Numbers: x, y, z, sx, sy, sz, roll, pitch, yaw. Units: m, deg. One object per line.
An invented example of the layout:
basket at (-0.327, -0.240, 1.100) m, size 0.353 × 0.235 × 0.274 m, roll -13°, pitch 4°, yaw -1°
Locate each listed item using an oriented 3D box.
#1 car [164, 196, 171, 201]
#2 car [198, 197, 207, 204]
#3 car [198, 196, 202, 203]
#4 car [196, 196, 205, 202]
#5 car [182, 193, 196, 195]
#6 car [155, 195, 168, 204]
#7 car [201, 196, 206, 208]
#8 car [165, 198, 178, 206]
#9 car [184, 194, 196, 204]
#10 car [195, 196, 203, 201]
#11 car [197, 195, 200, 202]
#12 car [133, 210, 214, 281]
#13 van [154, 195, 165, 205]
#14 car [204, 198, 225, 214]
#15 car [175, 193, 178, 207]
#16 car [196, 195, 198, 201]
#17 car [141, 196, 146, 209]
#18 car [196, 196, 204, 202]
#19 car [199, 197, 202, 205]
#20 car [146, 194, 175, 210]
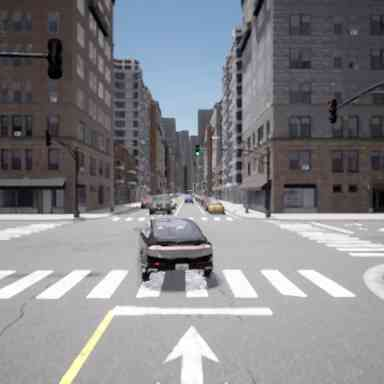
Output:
car at (-6.623, 1.704, 91.137) m, size 1.752 × 1.417 × 4.829 m, roll 0°, pitch 0°, yaw -1°
car at (2.201, 1.731, 69.321) m, size 1.802 × 1.307 × 4.206 m, roll 0°, pitch 0°, yaw -1°
car at (2.427, 1.687, 52.745) m, size 1.947 × 1.339 × 4.313 m, roll 0°, pitch 0°, yaw -1°
car at (2.050, 1.716, 80.373) m, size 2.008 × 1.369 × 4.403 m, roll 0°, pitch 0°, yaw -1°
car at (-0.761, 1.686, 76.941) m, size 2.128 × 1.511 × 4.902 m, roll 0°, pitch 0°, yaw -1°
car at (-6.324, 1.465, 69.206) m, size 2.192 × 1.841 × 5.009 m, roll 0°, pitch 0°, yaw -1°
car at (2.577, 1.540, 41.694) m, size 1.967 × 1.590 × 4.097 m, roll 0°, pitch 0°, yaw -1°
car at (-3.523, 1.731, 57.413) m, size 1.895 × 1.301 × 4.718 m, roll 0°, pitch 0°, yaw 0°
car at (-0.621, 1.672, 67.037) m, size 1.812 × 1.442 × 4.674 m, roll 0°, pitch 0°, yaw -1°
car at (1.900, 1.760, 91.423) m, size 1.802 × 1.307 × 4.206 m, roll 0°, pitch 0°, yaw -1°
car at (2.351, 1.676, 58.271) m, size 1.887 × 1.381 × 4.507 m, roll 0°, pitch 0°, yaw -1°
car at (-0.687, 1.518, 10.075) m, size 2.128 × 1.511 × 4.902 m, roll 0°, pitch 0°, yaw -11°
van at (-6.249, 1.482, 63.681) m, size 1.690 × 1.788 × 3.998 m, roll 0°, pitch 0°, yaw -1°
car at (2.650, 1.613, 36.339) m, size 1.752 × 1.417 × 4.829 m, roll 0°, pitch 0°, yaw -1°
car at (-3.433, 1.331, 46.293) m, size 2.150 × 2.045 × 5.566 m, roll 0°, pitch 0°, yaw -1°
car at (2.277, 1.691, 63.796) m, size 2.008 × 1.369 × 4.403 m, roll 0°, pitch 0°, yaw -1°
car at (-6.023, 1.426, 47.105) m, size 2.192 × 1.841 × 5.009 m, roll 0°, pitch 0°, yaw -1°
car at (1.975, 1.722, 85.898) m, size 2.008 × 1.369 × 4.403 m, roll 0°, pitch 0°, yaw -1°
car at (2.502, 1.661, 47.220) m, size 2.008 × 1.369 × 4.403 m, roll 0°, pitch 0°, yaw -1°
car at (-3.295, 1.309, 35.633) m, size 2.150 × 2.045 × 5.566 m, roll 0°, pitch 0°, yaw -1°
